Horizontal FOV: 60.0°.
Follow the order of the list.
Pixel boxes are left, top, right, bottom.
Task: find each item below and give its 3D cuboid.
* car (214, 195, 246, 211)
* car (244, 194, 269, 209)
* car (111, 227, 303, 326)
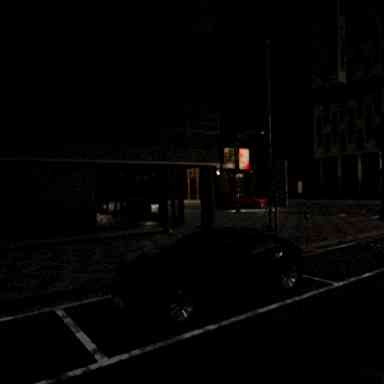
[{"bbox_3d":[3.698,1.356,37.910,1.994,1.385,4.181,-2,0,-36],"label":"car"},{"bbox_3d":[7.154,1.030,38.660,2.097,1.767,4.553,-2,0,-36],"label":"car"},{"bbox_3d":[0.514,1.462,6.924,4.313,1.339,1.947,-2,1,-36],"label":"car"}]
